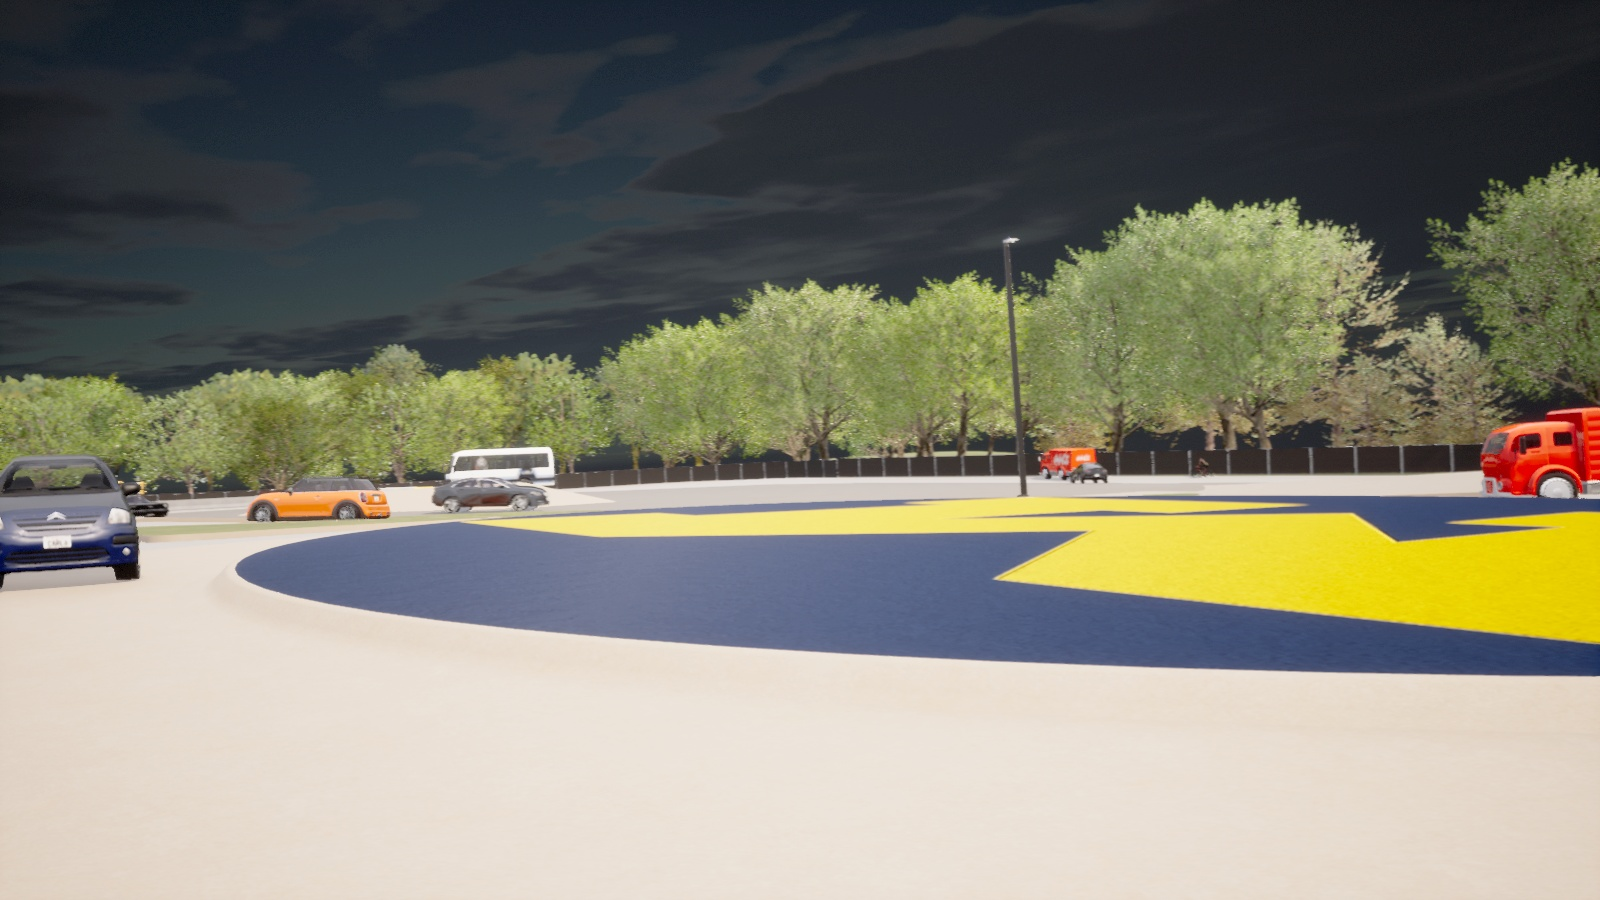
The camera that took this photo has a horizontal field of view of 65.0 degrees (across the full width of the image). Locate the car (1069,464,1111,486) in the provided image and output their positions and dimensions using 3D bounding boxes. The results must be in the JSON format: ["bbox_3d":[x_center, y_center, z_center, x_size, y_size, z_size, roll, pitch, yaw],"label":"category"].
[{"bbox_3d":[20.223,1.763,87.812,1.812,1.442,4.674,0,-1,-1],"label":"car"}]

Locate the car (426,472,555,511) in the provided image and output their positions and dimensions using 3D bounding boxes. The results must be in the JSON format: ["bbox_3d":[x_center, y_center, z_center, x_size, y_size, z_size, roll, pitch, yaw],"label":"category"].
[{"bbox_3d":[-13.067,1.754,53.219,4.902,1.511,2.128,-1,-1,3],"label":"car"}]

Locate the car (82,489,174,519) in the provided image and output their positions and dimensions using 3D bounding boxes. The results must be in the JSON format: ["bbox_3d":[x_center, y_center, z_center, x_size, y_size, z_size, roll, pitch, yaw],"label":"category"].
[{"bbox_3d":[-31.542,2.535,58.915,4.718,1.301,1.895,-3,-1,36],"label":"car"}]

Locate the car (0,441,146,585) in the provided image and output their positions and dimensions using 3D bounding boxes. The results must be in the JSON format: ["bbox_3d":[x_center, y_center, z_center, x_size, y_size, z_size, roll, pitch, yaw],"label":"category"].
[{"bbox_3d":[-9.641,0.754,16.298,1.851,1.617,3.988,-2,0,-30],"label":"car"}]

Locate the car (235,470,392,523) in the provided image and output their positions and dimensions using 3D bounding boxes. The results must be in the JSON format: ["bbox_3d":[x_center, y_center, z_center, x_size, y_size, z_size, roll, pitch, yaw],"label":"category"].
[{"bbox_3d":[-16.581,1.595,42.943,4.553,1.767,2.097,0,-2,9],"label":"car"}]

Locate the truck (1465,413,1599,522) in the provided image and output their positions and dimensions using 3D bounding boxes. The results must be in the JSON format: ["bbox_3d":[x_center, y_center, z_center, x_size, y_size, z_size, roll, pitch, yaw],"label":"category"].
[{"bbox_3d":[19.630,0.337,30.777,5.204,2.467,2.627,-3,-1,10],"label":"truck"}]
